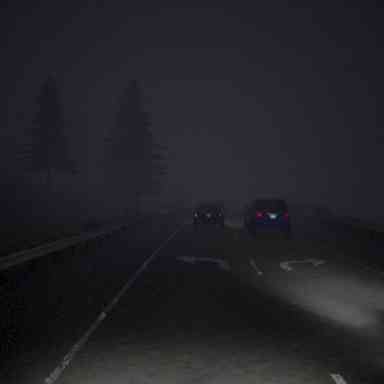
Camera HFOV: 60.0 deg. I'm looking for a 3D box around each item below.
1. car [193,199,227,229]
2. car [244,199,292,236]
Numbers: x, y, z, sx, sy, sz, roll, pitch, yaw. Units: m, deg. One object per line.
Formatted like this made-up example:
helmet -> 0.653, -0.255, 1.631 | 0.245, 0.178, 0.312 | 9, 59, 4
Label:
car -> 1.244, 1.566, 23.523 | 2.097, 1.767, 4.553 | 0, -1, 5
car -> 4.440, 1.409, 20.053 | 2.150, 2.045, 5.566 | 0, -1, 4
